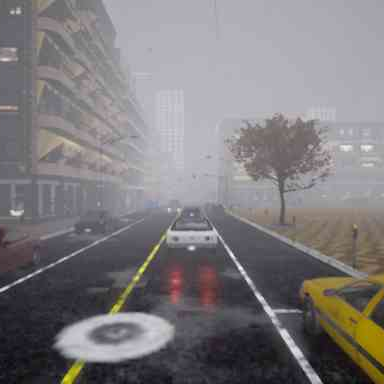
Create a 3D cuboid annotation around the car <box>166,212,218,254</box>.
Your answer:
[{"bbox_3d":[-0.005,1.734,14.100,1.895,1.301,4.718,0,-1,0],"label":"car"}]

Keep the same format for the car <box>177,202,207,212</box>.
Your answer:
[{"bbox_3d":[-0.008,1.844,29.298,1.994,1.385,4.181,0,-1,0],"label":"car"}]

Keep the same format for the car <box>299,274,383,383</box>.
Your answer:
[{"bbox_3d":[2.681,1.564,3.984,1.752,1.417,4.829,0,-1,0],"label":"car"}]

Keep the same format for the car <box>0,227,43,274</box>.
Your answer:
[{"bbox_3d":[-5.701,1.670,9.337,1.802,1.307,4.206,0,-1,0],"label":"car"}]

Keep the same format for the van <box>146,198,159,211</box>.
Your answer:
[{"bbox_3d":[-5.720,1.809,48.024,1.690,1.788,3.998,0,-1,0],"label":"van"}]

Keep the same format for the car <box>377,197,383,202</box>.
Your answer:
[{"bbox_3d":[43.454,1.544,74.016,4.403,1.369,2.008,-1,1,-1],"label":"car"}]

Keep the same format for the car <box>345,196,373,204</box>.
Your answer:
[{"bbox_3d":[32.439,1.699,65.473,4.403,1.369,2.008,-1,1,-1],"label":"car"}]

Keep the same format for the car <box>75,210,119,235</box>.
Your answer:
[{"bbox_3d":[-5.706,1.759,20.390,1.947,1.339,4.313,0,-1,0],"label":"car"}]

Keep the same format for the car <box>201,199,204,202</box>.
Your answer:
[{"bbox_3d":[2.662,2.013,48.024,1.887,1.381,4.507,0,-1,0],"label":"car"}]

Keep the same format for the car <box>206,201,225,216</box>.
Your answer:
[{"bbox_3d":[2.667,1.901,36.973,1.887,1.381,4.507,0,-1,0],"label":"car"}]

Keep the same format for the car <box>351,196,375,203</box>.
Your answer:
[{"bbox_3d":[37.886,1.645,73.934,4.313,1.339,1.947,-1,1,-1],"label":"car"}]

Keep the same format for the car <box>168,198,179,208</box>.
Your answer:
[{"bbox_3d":[-3.030,2.052,58.227,1.882,1.535,5.008,0,-1,0],"label":"car"}]

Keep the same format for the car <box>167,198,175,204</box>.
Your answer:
[{"bbox_3d":[-5.736,2.478,91.495,2.008,1.369,4.403,0,-1,0],"label":"car"}]

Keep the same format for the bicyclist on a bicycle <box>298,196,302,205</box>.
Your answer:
[{"bbox_3d":[20.218,1.634,62.358,0.582,1.620,1.656,-1,0,-1],"label":"bicyclist on a bicycle"}]
